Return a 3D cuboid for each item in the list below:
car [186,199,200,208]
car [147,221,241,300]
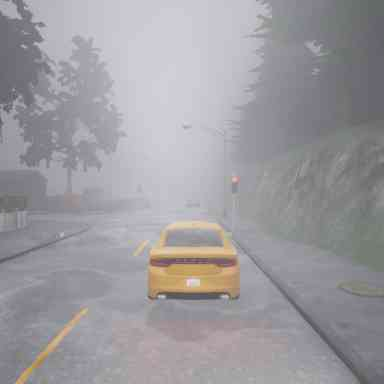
[{"bbox_3d":[0.121,1.601,48.527,1.895,1.301,4.718,0,0,0],"label":"car"},{"bbox_3d":[0.048,1.478,8.463,1.882,1.535,5.008,0,0,1],"label":"car"}]
